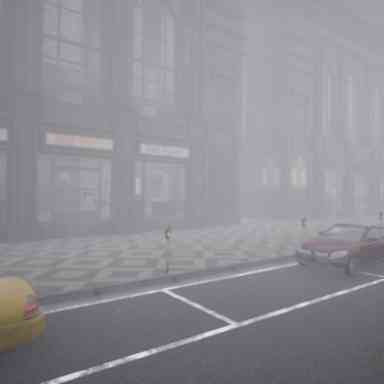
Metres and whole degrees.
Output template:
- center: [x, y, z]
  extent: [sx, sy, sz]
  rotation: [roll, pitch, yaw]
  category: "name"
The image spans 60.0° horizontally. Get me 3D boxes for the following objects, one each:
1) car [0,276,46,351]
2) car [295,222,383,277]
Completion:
- center: [-4.299, 1.521, 3.691]
  extent: [4.829, 1.417, 1.752]
  rotation: [0, 1, -35]
  category: "car"
- center: [5.006, 1.613, 10.310]
  extent: [4.206, 1.307, 1.802]
  rotation: [0, 1, -35]
  category: "car"
